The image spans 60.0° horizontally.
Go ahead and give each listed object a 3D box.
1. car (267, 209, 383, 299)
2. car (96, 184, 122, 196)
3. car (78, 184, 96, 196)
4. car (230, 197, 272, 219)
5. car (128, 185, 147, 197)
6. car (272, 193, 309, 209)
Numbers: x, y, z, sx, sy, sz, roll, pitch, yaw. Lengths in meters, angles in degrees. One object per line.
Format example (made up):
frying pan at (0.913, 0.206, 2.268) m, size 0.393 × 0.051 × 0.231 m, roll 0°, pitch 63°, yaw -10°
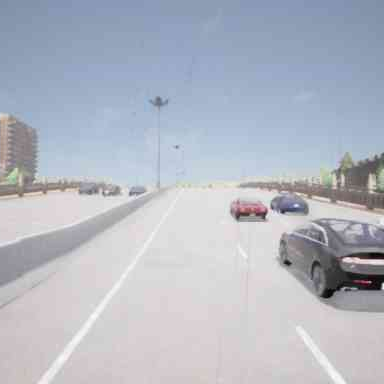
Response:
car at (3.554, 1.424, 8.333) m, size 2.128 × 1.511 × 4.902 m, roll 0°, pitch 1°, yaw 1°
car at (-10.579, -0.264, 43.873) m, size 2.128 × 1.511 × 4.902 m, roll 0°, pitch 3°, yaw 0°
car at (-14.070, -0.370, 45.724) m, size 1.882 × 1.535 × 5.008 m, roll 0°, pitch 3°, yaw 0°
car at (3.541, 0.958, 21.606) m, size 1.895 × 1.301 × 4.718 m, roll 0°, pitch 3°, yaw 1°
car at (-7.088, -0.199, 43.735) m, size 2.033 × 1.411 × 5.357 m, roll 0°, pitch 3°, yaw 0°
car at (7.067, 0.779, 24.495) m, size 1.994 × 1.385 × 4.181 m, roll 0°, pitch 3°, yaw 0°
